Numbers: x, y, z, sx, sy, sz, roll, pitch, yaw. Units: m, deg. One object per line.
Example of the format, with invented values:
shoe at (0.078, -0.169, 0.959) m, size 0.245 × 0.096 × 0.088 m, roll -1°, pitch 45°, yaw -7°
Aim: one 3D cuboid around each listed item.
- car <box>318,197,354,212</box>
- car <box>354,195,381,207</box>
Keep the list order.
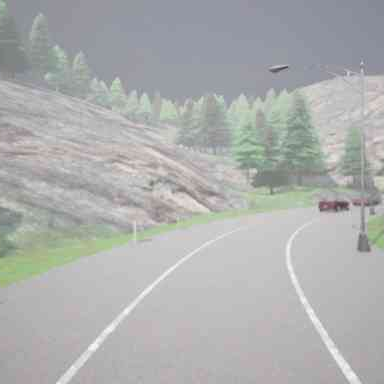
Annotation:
car at (15.106, 1.274, 35.341) m, size 1.882 × 1.535 × 5.008 m, roll -1°, pitch 1°, yaw 43°
car at (22.219, 1.095, 42.268) m, size 4.181 × 1.385 × 1.994 m, roll -2°, pitch 1°, yaw -37°
